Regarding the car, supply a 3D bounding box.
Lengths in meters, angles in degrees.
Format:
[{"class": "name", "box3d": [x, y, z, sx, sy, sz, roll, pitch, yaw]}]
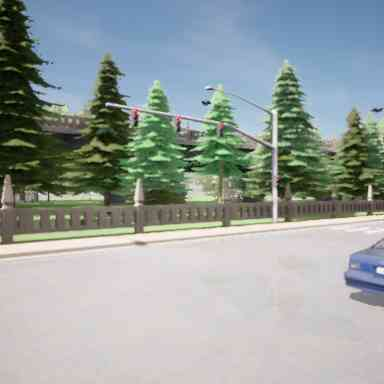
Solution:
[{"class": "car", "box3d": [5.731, 1.566, 7.822, 5.357, 1.411, 2.033, 0, 0, -36]}]
